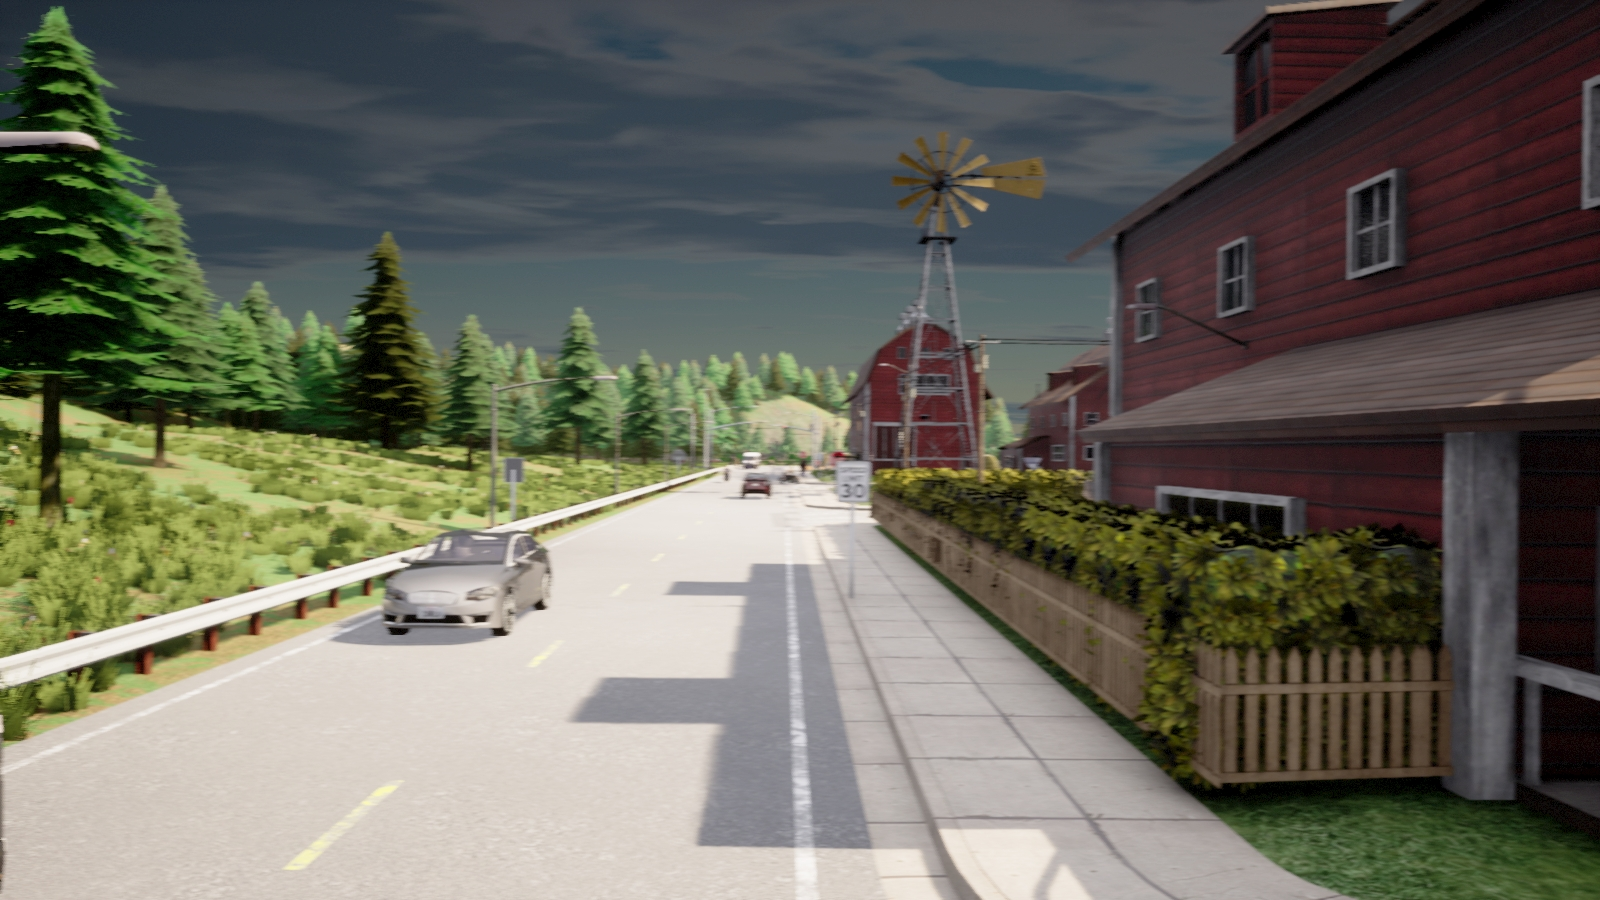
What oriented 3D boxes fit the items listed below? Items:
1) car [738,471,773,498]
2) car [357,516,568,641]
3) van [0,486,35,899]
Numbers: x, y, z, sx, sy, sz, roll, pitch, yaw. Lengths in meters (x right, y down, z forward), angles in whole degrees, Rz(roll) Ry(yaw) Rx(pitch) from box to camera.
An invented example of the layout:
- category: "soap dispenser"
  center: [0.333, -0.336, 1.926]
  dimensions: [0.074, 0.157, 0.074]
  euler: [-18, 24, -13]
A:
- category: "car"
  center: [-2.692, 2.095, 70.327]
  dimensions: [2.007, 1.525, 4.514]
  euler: [1, 0, -1]
- category: "car"
  center: [-5.387, 2.011, 19.008]
  dimensions: [2.128, 1.511, 4.902]
  euler: [1, 0, -1]
- category: "van"
  center: [-4.736, 1.470, 3.175]
  dimensions: [1.988, 2.561, 5.915]
  euler: [0, 0, -8]
